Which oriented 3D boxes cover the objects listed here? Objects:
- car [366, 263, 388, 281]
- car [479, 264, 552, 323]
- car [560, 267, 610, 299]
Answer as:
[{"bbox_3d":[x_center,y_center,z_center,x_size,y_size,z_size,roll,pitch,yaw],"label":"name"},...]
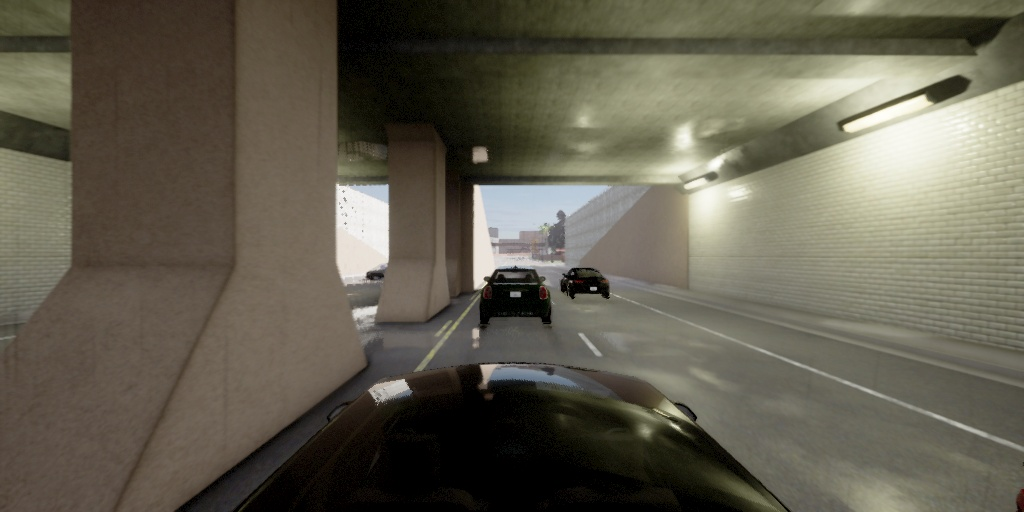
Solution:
[{"bbox_3d":[-10.599,1.299,30.639,2.033,1.411,5.357,0,0,0],"label":"car"},{"bbox_3d":[0.099,1.102,12.190,2.097,1.767,4.553,0,0,0],"label":"car"},{"bbox_3d":[3.586,1.276,18.092,1.812,1.442,4.674,0,0,0],"label":"car"}]
